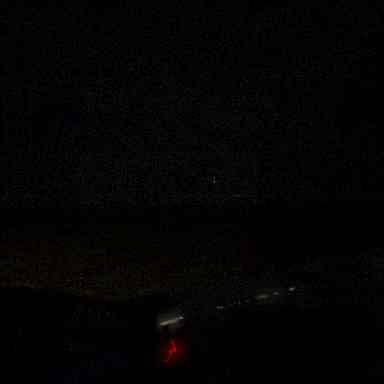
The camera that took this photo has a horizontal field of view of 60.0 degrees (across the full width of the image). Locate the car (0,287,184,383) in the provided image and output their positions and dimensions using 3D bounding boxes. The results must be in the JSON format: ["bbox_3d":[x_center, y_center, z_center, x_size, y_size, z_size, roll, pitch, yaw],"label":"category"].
[{"bbox_3d":[-2.106,1.563,2.489,4.181,1.385,1.994,0,0,-35],"label":"car"}]
